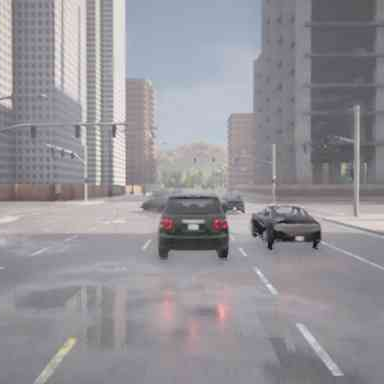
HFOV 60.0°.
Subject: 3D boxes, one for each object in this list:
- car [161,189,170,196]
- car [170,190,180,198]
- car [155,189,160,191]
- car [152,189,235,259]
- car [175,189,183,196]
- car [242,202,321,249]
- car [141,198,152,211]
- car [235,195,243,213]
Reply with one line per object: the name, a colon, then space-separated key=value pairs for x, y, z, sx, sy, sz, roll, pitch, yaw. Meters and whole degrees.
car: x=-6.699 y=0.116 z=83.845 sx=1.837 sy=1.490 sz=4.892 roll=0 pitch=1 yaw=1
car: x=-3.446 y=0.405 z=68.207 sx=1.837 sy=1.490 sz=4.892 roll=0 pitch=1 yaw=1
car: x=-6.945 y=0.260 z=68.300 sx=2.097 sy=1.767 sz=4.553 roll=0 pitch=1 yaw=1
car: x=0.051 y=1.028 z=11.918 sx=2.150 sy=2.045 sz=5.566 roll=0 pitch=1 yaw=0
car: x=-3.199 y=0.117 z=83.790 sx=1.837 sy=1.490 sz=4.892 roll=0 pitch=1 yaw=1
car: x=3.559 y=1.275 z=13.356 sx=2.128 sy=1.511 sz=4.902 roll=0 pitch=1 yaw=0
car: x=-2.934 y=1.087 z=29.614 sx=1.994 sy=1.385 sz=4.181 roll=0 pitch=1 yaw=-32
car: x=3.485 y=1.032 z=29.516 sx=1.837 sy=1.490 sz=4.892 roll=0 pitch=1 yaw=0
